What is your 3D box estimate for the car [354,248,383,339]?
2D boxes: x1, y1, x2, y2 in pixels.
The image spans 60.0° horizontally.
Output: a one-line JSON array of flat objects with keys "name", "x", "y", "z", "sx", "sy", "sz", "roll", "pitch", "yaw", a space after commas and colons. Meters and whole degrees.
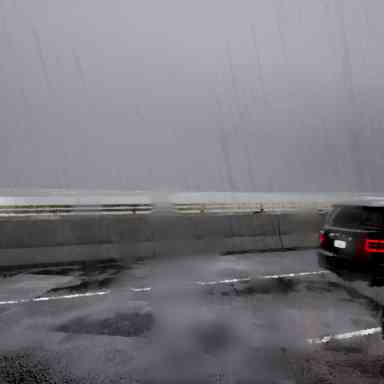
[{"name": "car", "x": 4.624, "y": 1.504, "z": 4.010, "sx": 4.892, "sy": 1.490, "sz": 1.837, "roll": 1, "pitch": 0, "yaw": -19}]

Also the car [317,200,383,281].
[{"name": "car", "x": 5.746, "y": 1.224, "z": 8.103, "sx": 5.566, "sy": 2.045, "sz": 2.150, "roll": 0, "pitch": 0, "yaw": -19}]
